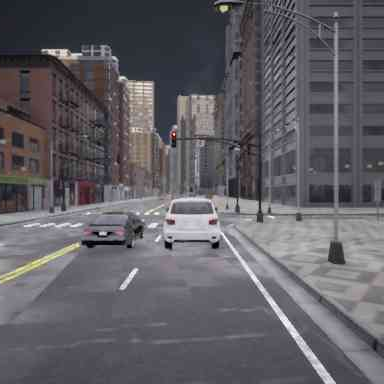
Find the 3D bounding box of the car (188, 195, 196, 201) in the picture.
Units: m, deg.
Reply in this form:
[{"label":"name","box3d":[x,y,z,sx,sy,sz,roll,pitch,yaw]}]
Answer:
[{"label":"car","box3d":[0.000,1.384,81.902,2.033,1.411,5.357,0,0,0]}]

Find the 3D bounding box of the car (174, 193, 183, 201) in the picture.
[{"label":"car","box3d":[-3.250,1.199,81.872,2.097,1.767,4.553,0,0,0]}]

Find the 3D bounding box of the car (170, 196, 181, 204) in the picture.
[{"label":"car","box3d":[-3.250,1.489,66.898,1.837,1.490,4.892,0,0,0]}]

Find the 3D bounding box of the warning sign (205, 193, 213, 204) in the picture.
[{"label":"warning sign","box3d":[2.848,1.098,55.388,1.300,1.860,1.060,0,0,0]}]

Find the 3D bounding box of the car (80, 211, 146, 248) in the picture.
[{"label":"car","box3d":[-3.250,1.564,14.650,2.033,1.411,5.357,0,0,0]}]

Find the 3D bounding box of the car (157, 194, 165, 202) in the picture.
[{"label":"car","box3d":[-6.500,1.297,73.227,2.097,1.767,4.553,0,0,0]}]

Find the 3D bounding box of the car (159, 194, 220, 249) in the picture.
[{"label":"car","box3d":[-0.001,1.259,14.680,2.150,2.045,5.566,0,0,0]}]
